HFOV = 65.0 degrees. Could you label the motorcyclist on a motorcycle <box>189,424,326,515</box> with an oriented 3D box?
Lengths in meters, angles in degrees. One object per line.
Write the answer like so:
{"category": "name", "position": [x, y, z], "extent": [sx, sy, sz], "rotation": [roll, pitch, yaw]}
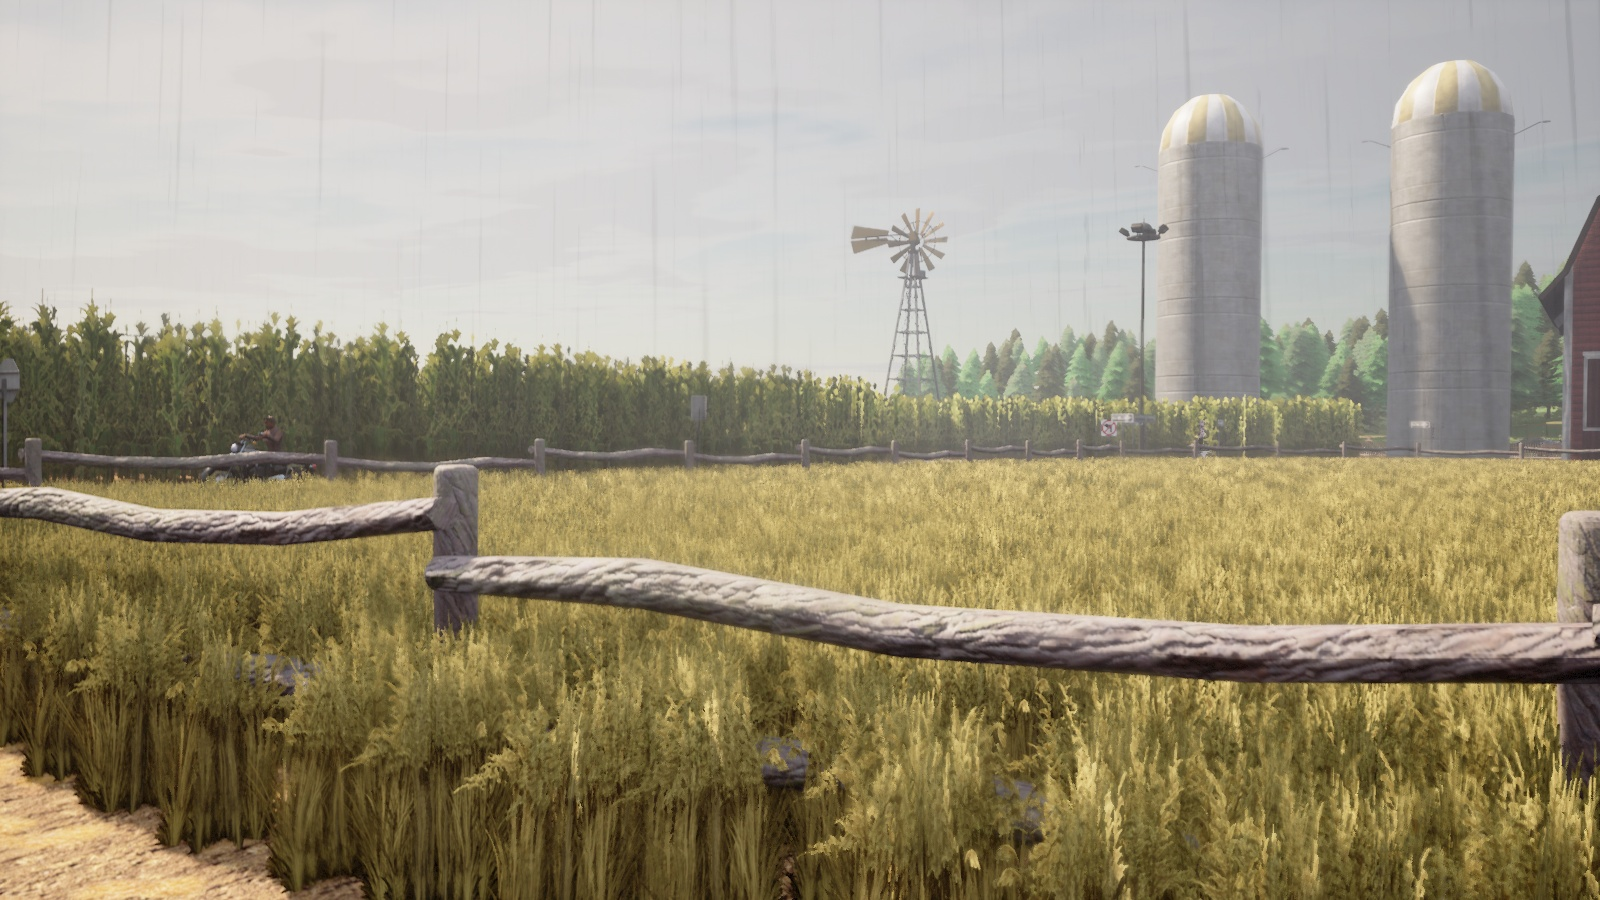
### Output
{"category": "motorcyclist on a motorcycle", "position": [-10.308, 0.336, 23.958], "extent": [0.766, 1.649, 2.350], "rotation": [0, 1, 34]}
